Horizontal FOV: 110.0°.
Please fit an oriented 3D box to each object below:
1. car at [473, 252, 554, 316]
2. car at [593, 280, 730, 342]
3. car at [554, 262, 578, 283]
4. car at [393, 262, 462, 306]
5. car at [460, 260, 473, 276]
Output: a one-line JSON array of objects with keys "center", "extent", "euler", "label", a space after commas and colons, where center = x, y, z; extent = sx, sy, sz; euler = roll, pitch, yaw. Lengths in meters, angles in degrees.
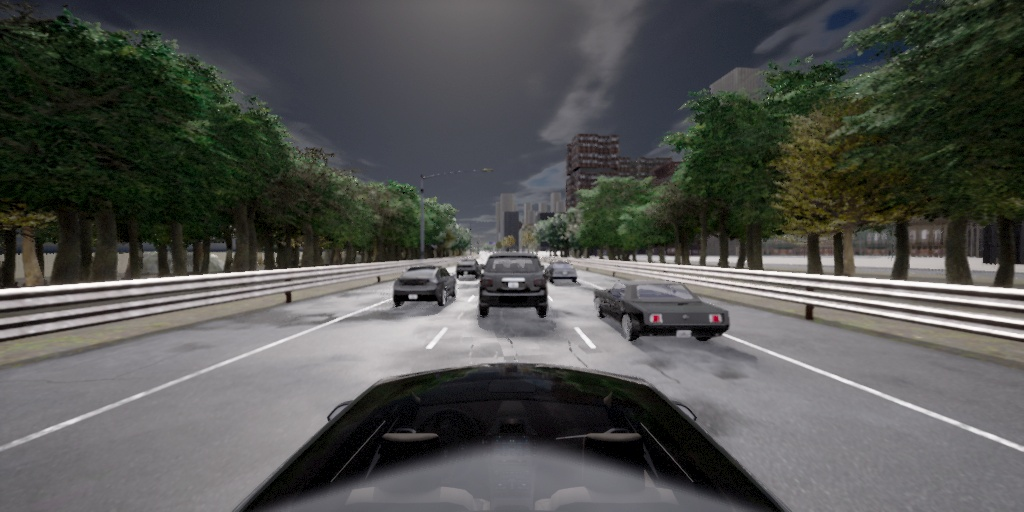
[{"center": [0.033, 0.888, 12.990], "extent": [2.150, 2.045, 5.566], "euler": [0, 1, 0], "label": "car"}, {"center": [3.534, 1.290, 9.572], "extent": [1.895, 1.301, 4.718], "euler": [0, 0, 0], "label": "car"}, {"center": [3.408, 1.119, 25.689], "extent": [2.033, 1.411, 5.357], "euler": [0, 0, 0], "label": "car"}, {"center": [-3.474, 1.156, 14.969], "extent": [1.837, 1.490, 4.892], "euler": [0, 1, 0], "label": "car"}, {"center": [-3.637, 1.044, 30.490], "extent": [1.837, 1.490, 4.892], "euler": [0, 0, -1], "label": "car"}]
